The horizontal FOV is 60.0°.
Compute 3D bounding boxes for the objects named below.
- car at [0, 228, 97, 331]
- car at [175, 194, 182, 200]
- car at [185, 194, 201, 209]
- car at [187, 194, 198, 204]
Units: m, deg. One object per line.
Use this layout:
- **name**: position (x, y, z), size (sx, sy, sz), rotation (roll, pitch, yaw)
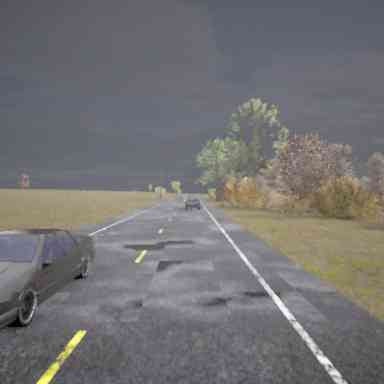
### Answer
- **car**: position (-3.600, 1.528, 7.170), size (2.033, 1.411, 5.357), rotation (0, 0, 0)
- **car**: position (-3.493, 1.315, 87.693), size (2.128, 1.511, 4.902), rotation (0, 0, 0)
- **car**: position (0.104, 1.383, 42.578), size (2.128, 1.511, 4.902), rotation (0, 0, 0)
- **car**: position (0.105, 1.198, 62.008), size (2.097, 1.767, 4.553), rotation (0, 0, 0)
